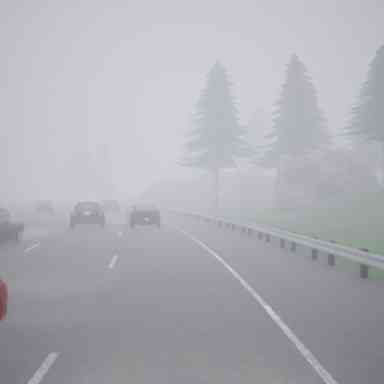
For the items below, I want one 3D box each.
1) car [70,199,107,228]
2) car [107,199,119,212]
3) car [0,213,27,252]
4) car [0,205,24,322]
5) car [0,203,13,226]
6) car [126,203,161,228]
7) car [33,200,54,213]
[{"bbox_3d":[-7.051,1.394,22.655,2.097,1.767,4.553,0,0,-15],"label":"car"},{"bbox_3d":[-10.067,1.556,39.726,2.128,1.511,4.902,0,0,-26],"label":"car"},{"bbox_3d":[-8.393,1.641,13.381,1.895,1.301,4.718,0,0,-10],"label":"car"},{"bbox_3d":[-3.670,1.237,2.481,2.150,2.045,5.566,0,0,-2],"label":"car"},{"bbox_3d":[-14.894,1.620,24.692,2.033,1.411,5.357,0,0,-19],"label":"car"},{"bbox_3d":[-3.338,1.505,22.414,1.882,1.535,5.008,0,0,-14],"label":"car"},{"bbox_3d":[-16.932,1.636,37.975,2.033,1.411,5.357,0,0,-28],"label":"car"}]
